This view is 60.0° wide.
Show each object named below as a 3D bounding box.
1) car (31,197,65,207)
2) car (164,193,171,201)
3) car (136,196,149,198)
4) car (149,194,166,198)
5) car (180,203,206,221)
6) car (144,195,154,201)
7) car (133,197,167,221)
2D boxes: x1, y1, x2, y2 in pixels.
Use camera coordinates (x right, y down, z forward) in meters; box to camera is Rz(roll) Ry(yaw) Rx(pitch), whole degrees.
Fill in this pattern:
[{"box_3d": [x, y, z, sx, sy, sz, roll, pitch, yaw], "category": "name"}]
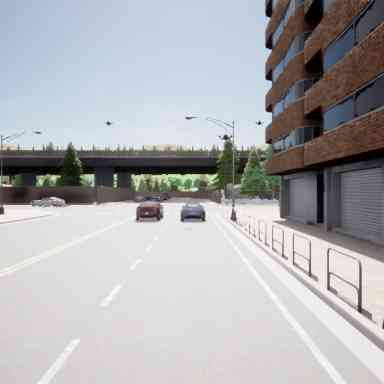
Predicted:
[{"box_3d": [-20.681, 1.469, 47.808, 4.674, 1.442, 1.812, 0, 0, 0], "category": "car"}, {"box_3d": [-7.000, 1.540, 81.959, 2.033, 1.411, 5.357, 0, 0, 0], "category": "car"}, {"box_3d": [-10.511, 1.526, 67.069, 1.812, 1.442, 4.674, 0, 0, 0], "category": "car"}, {"box_3d": [-7.015, 1.563, 67.406, 1.994, 1.385, 4.181, 0, 0, 0], "category": "car"}, {"box_3d": [0.085, 1.564, 27.234, 1.994, 1.385, 4.181, 0, 0, 0], "category": "car"}, {"box_3d": [-10.500, 1.553, 81.216, 1.994, 1.385, 4.181, 0, 0, 0], "category": "car"}, {"box_3d": [-3.436, 1.478, 27.660, 1.882, 1.535, 5.008, 0, 0, 0], "category": "car"}]
